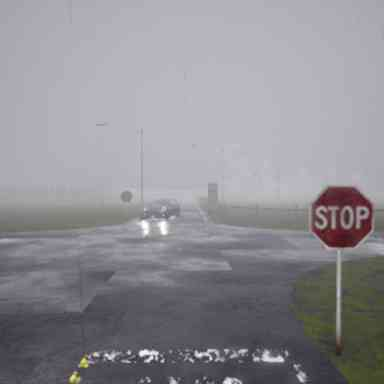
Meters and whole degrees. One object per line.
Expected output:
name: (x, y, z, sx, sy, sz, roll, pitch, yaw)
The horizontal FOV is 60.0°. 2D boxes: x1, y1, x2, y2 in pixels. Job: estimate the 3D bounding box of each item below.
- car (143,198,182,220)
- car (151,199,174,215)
car: (-2.462, 1.358, 28.519, 2.097, 1.767, 4.553, 0, 0, 17)
car: (-3.097, 1.507, 35.886, 2.128, 1.511, 4.902, 0, 0, -1)
